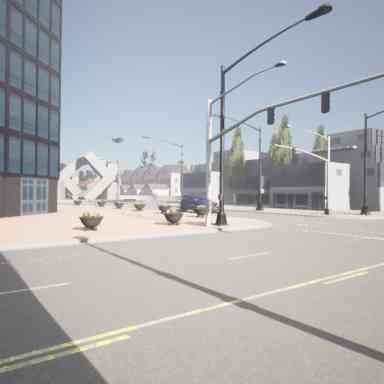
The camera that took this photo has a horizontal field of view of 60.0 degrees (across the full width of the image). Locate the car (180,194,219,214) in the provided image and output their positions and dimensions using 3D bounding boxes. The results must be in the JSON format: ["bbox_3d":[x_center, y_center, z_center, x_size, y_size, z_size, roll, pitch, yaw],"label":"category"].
[{"bbox_3d":[0.825,1.305,36.858,2.150,2.045,5.566,1,0,-35],"label":"car"}]
